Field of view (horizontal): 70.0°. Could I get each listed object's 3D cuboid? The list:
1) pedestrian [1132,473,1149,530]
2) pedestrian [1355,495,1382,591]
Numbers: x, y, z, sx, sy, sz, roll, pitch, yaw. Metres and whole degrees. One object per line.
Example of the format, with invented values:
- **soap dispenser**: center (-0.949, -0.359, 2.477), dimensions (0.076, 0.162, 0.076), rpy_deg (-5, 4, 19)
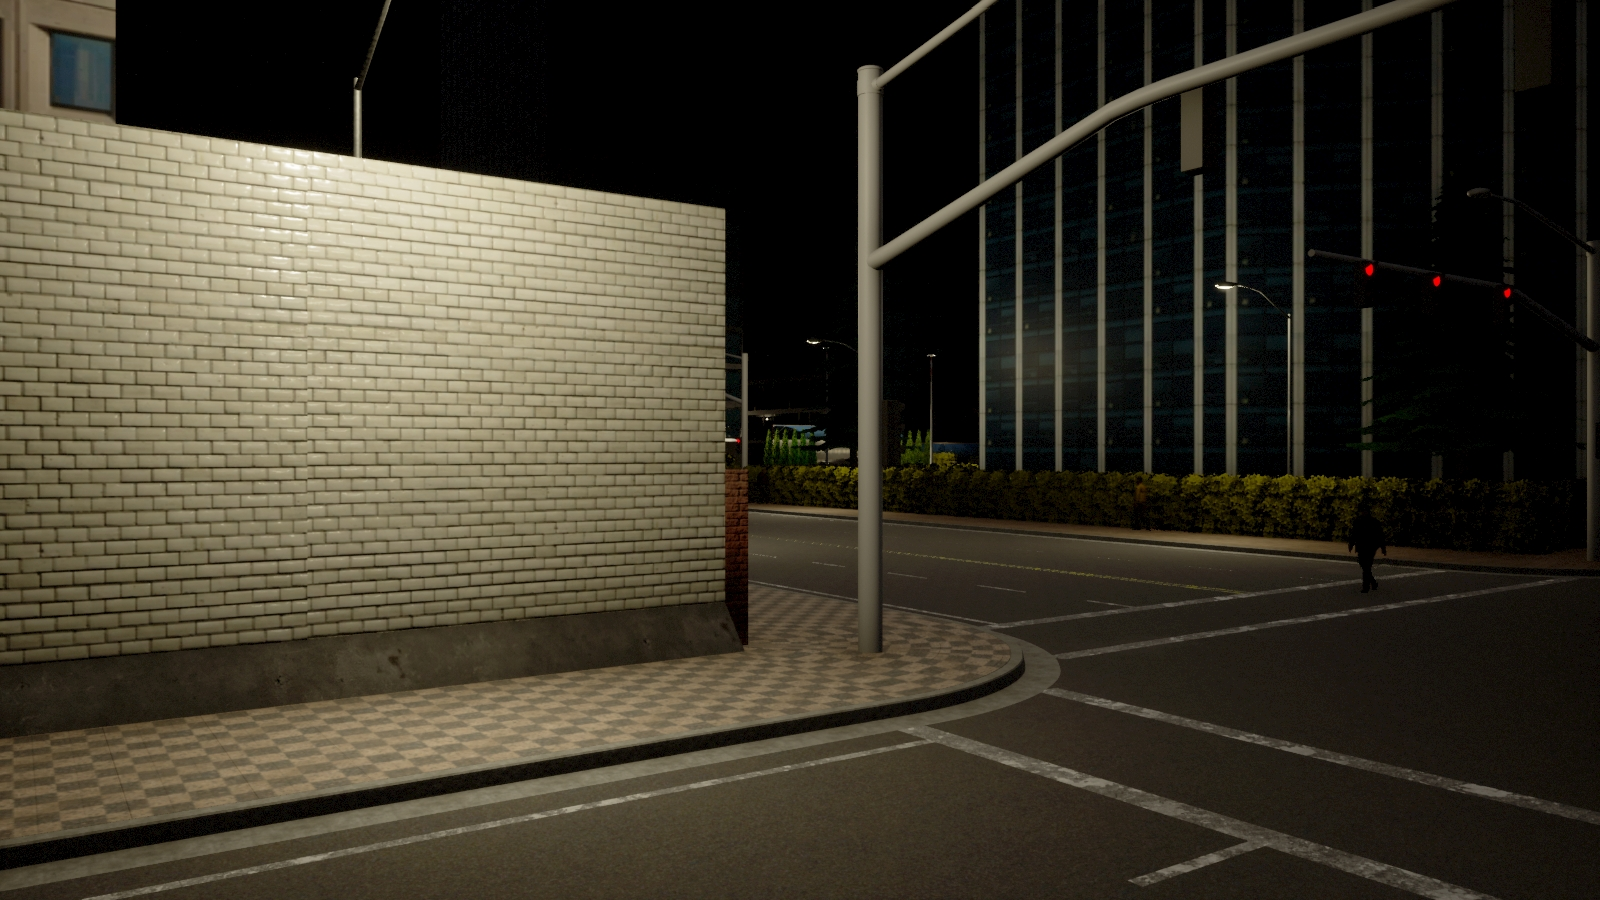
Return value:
- **pedestrian**: center (11.262, 1.695, 37.780), dimensions (0.375, 1.860, 0.375), rpy_deg (0, 0, -36)
- **pedestrian**: center (11.347, 1.848, 22.815), dimensions (0.375, 1.860, 0.375), rpy_deg (0, 0, -41)
